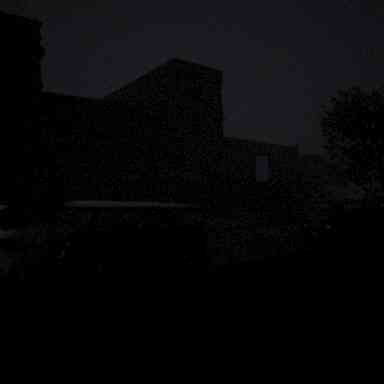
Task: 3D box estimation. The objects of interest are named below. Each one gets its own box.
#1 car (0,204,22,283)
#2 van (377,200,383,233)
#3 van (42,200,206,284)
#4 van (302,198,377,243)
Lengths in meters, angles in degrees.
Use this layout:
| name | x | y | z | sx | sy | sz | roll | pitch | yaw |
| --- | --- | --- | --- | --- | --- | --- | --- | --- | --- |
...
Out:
| name | x | y | z | sx | sy | sz | roll | pitch | yaw |
| --- | --- | --- | --- | --- | --- | --- | --- | --- | --- |
| car | -6.234 | 1.177 | 6.093 | 5.566 | 2.045 | 2.435 | 2 | 0 | -37 |
| van | 11.194 | 1.376 | 19.924 | 4.442 | 1.987 | 1.878 | 2 | 0 | -44 |
| van | -1.739 | 1.235 | 9.267 | 4.442 | 1.987 | 1.878 | 2 | 0 | -38 |
| van | 7.033 | 1.319 | 16.207 | 4.442 | 1.987 | 1.878 | 2 | 0 | -42 |
